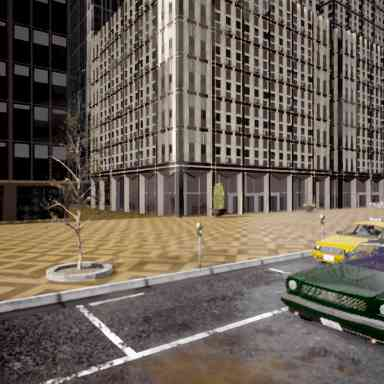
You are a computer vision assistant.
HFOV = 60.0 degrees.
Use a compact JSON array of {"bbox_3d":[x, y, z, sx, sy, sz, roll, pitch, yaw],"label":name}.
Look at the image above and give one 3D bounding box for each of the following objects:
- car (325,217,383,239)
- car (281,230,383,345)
[{"bbox_3d":[5.780,1.523,10.677,4.829,1.417,1.752,0,0,-35],"label":"car"},{"bbox_3d":[3.805,1.599,6.089,4.718,1.301,1.895,0,0,-35],"label":"car"}]
